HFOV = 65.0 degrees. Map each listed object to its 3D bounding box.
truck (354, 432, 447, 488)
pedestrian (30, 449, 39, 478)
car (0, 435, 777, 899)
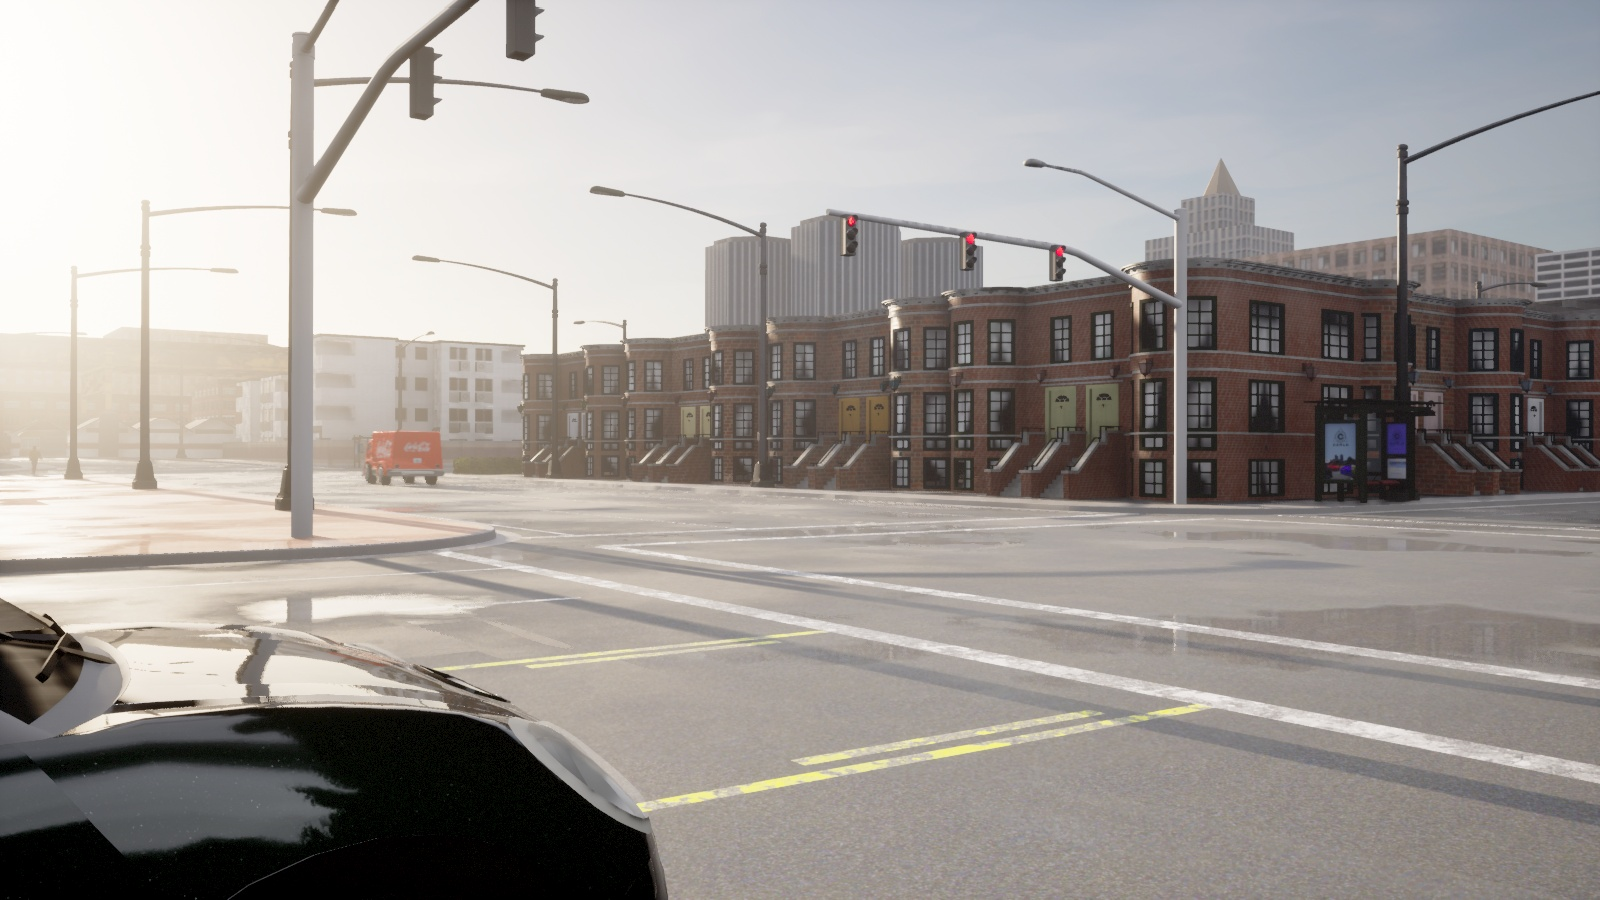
[{"bbox_3d":[-18.583,0.440,58.255,2.627,2.467,5.204,0,0,-35],"label":"truck"},{"bbox_3d":[-48.521,0.827,79.591,0.431,1.840,0.709,0,0,-40],"label":"pedestrian"},{"bbox_3d":[-2.171,0.720,2.205,3.806,1.475,1.970,0,0,-35],"label":"car"}]
